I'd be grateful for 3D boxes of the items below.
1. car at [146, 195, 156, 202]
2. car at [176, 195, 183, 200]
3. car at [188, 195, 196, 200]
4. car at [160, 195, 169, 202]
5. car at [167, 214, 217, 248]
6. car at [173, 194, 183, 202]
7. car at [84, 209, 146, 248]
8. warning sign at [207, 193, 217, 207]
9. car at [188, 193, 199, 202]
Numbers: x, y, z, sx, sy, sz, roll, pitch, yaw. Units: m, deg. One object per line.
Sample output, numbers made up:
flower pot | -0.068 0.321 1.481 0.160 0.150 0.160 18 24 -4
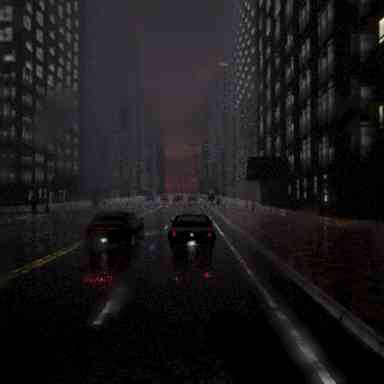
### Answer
car | -9.750 1.506 79.137 1.812 1.442 4.674 0 0 0
car | -3.251 1.431 87.841 1.837 1.490 4.892 0 0 0
car | 0.000 1.420 87.424 1.837 1.490 4.892 0 0 0
car | -6.500 1.506 79.137 1.812 1.442 4.674 0 0 0
car | 0.000 1.621 14.682 1.895 1.301 4.718 0 0 0
car | -3.251 1.497 74.086 2.033 1.411 5.357 0 0 0
car | -3.250 1.521 14.652 1.837 1.490 4.892 0 0 0
warning sign | 2.834 1.132 47.615 1.300 1.860 1.060 -1 -1 0
car | -0.001 1.435 74.087 1.882 1.535 5.008 0 0 0
